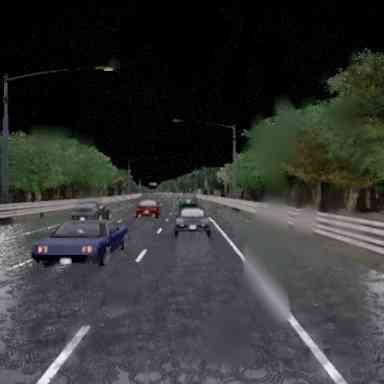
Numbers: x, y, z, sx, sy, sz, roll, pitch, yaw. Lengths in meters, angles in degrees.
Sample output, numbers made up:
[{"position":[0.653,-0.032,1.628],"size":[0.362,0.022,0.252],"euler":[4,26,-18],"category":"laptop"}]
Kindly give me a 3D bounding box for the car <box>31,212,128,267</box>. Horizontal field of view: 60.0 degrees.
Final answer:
[{"position":[-3.429,1.583,11.236],"size":[1.895,1.301,4.718],"euler":[0,0,0],"category":"car"}]

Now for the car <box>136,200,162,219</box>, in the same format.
[{"position":[-3.699,1.434,29.064],"size":[1.882,1.535,5.008],"euler":[0,0,-1],"category":"car"}]

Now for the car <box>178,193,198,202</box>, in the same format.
[{"position":[-0.479,1.165,39.023],"size":[2.150,2.045,5.566],"euler":[0,0,-2],"category":"car"}]

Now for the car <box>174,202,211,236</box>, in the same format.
[{"position":[0.003,1.498,18.108],"size":[1.812,1.442,4.674],"euler":[0,0,-1],"category":"car"}]

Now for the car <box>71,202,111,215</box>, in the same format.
[{"position":[-7.088,1.469,23.763],"size":[1.837,1.490,4.892],"euler":[0,0,-1],"category":"car"}]
